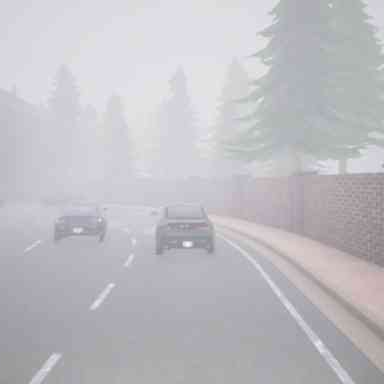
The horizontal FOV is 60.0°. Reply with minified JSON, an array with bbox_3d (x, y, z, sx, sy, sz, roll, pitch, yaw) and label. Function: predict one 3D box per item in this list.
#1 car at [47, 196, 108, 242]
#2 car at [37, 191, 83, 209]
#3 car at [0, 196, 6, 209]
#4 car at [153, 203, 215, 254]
[{"bbox_3d":[-4.515,1.100,13.779,1.812,1.442,4.674,0,2,-14],"label":"car"},{"bbox_3d":[-10.685,0.666,27.321,4.892,1.490,1.837,1,1,32],"label":"car"},{"bbox_3d":[-17.267,0.659,26.651,5.008,1.535,1.882,1,1,22],"label":"car"},{"bbox_3d":[-0.384,1.139,11.856,1.837,1.490,4.892,0,2,-6],"label":"car"}]
